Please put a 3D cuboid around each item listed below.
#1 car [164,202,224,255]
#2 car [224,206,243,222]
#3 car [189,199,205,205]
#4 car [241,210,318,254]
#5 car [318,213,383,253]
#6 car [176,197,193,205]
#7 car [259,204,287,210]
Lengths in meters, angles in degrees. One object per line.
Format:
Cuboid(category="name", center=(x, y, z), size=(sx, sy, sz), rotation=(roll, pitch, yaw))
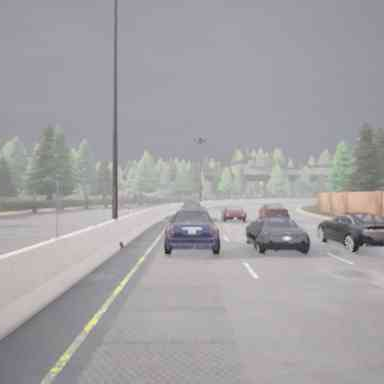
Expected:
Cuboid(category="car", center=(0.006, 1.482, 14.083), size=(2.097, 1.767, 4.553), rotation=(0, -1, 0))
Cuboid(category="car", center=(3.546, 1.870, 28.890), size=(1.895, 1.301, 4.718), rotation=(0, 0, 2))
Cuboid(category="car", center=(1.247, 2.292, 74.960), size=(1.895, 1.301, 4.718), rotation=(0, -1, 25))
Cuboid(category="car", center=(3.508, 1.698, 14.256), size=(1.994, 1.385, 4.181), rotation=(0, 0, 0))
Cuboid(category="car", center=(7.009, 1.627, 14.302), size=(2.128, 1.511, 4.902), rotation=(0, 0, 0))
Cuboid(category="car", center=(-1.719, 2.067, 76.840), size=(2.097, 1.767, 4.553), rotation=(0, -1, 25))
Cuboid(category="car", center=(7.070, 1.750, 29.182), size=(1.882, 1.535, 5.008), rotation=(0, 0, 2))
